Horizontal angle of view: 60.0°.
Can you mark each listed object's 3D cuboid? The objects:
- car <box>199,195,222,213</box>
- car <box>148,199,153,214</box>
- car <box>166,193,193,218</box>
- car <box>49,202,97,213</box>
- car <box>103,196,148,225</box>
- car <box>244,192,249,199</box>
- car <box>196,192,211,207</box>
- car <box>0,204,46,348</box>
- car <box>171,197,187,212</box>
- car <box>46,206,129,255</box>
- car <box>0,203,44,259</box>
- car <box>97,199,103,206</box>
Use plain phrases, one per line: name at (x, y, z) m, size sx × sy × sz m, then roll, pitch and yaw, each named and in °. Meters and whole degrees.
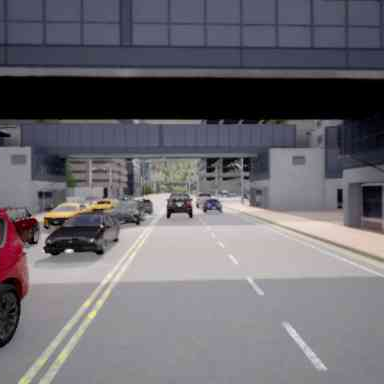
car at (2.110, 1.385, 35.314) m, size 1.812 × 1.442 × 4.674 m, roll -1°, pitch 0°, yaw -2°
car at (-4.645, 1.082, 28.036) m, size 1.812 × 1.442 × 4.674 m, roll -1°, pitch 0°, yaw -2°
car at (-1.077, 1.131, 28.856) m, size 2.150 × 2.045 × 5.566 m, roll -1°, pitch 0°, yaw -2°
car at (-7.970, 1.472, 21.756) m, size 1.882 × 1.535 × 5.008 m, roll -1°, pitch 0°, yaw -2°
car at (-4.542, 1.310, 23.502) m, size 2.097 × 1.767 × 4.553 m, roll -1°, pitch 0°, yaw -2°
car at (13.351, 0.766, 78.821) m, size 1.932 × 1.855 × 4.605 m, roll -1°, pitch 0°, yaw -3°
car at (1.729, 1.050, 46.465) m, size 2.150 × 2.045 × 5.566 m, roll -1°, pitch 1°, yaw 1°
car at (-3.688, 1.242, 3.301) m, size 2.150 × 2.045 × 5.566 m, roll -1°, pitch 0°, yaw -3°
car at (-1.509, 1.406, 38.548) m, size 1.812 × 1.442 × 4.674 m, roll -1°, pitch 0°, yaw -2°
car at (-4.128, 1.536, 13.533) m, size 2.033 × 1.411 × 5.357 m, roll -1°, pitch 0°, yaw -3°
car at (-7.589, 1.374, 12.540) m, size 2.097 × 1.767 × 4.553 m, roll -1°, pitch 0°, yaw -2°
car at (-8.381, 1.439, 32.225) m, size 1.882 × 1.535 × 5.008 m, roll -1°, pitch 0°, yaw -2°
